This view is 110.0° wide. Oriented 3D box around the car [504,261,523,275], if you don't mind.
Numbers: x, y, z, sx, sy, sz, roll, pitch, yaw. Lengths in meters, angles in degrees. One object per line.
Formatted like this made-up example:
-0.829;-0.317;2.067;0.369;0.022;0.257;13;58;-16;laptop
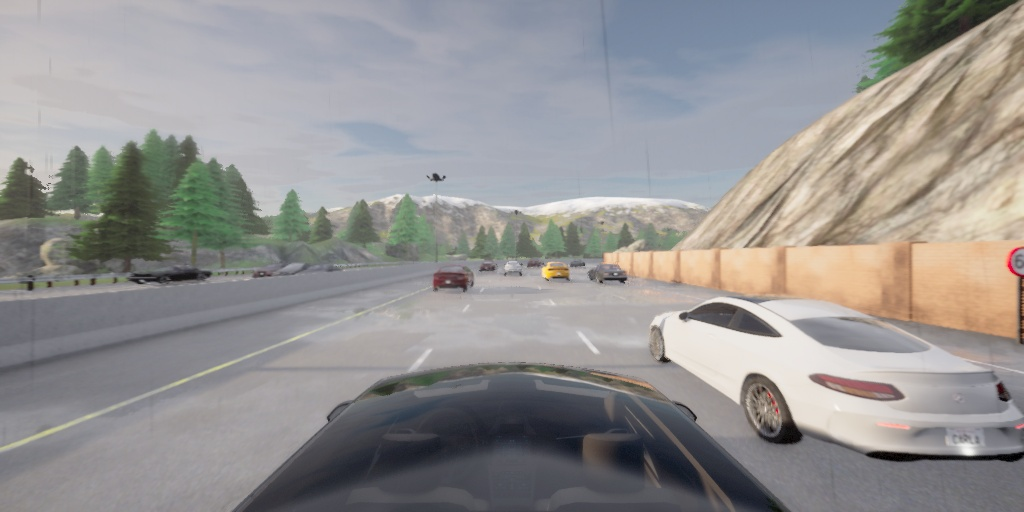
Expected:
0.154;1.276;39.234;1.812;1.442;4.674;0;0;2;car

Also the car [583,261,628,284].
7.100;1.298;27.050;2.033;1.411;5.357;0;0;0;car

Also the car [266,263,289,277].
-17.576;1.274;29.553;1.812;1.442;4.674;0;0;0;car

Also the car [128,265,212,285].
-24.587;1.349;26.049;1.895;1.301;4.718;0;0;0;car

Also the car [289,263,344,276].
-14.085;1.313;26.595;1.994;1.385;4.181;0;0;0;car

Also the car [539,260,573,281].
3.601;1.229;30.130;1.882;1.535;5.008;0;0;0;car

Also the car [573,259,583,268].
11.517;1.244;62.138;2.128;1.511;4.902;0;0;23;car

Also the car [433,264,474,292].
-3.399;1.228;21.524;1.882;1.535;5.008;0;0;0;car

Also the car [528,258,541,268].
4.317;1.104;62.694;2.097;1.767;4.553;0;0;19;car

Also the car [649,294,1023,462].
3.601;1.276;5.150;1.812;1.442;4.674;0;0;0;car

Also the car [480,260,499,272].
-2.953;1.276;47.011;1.812;1.442;4.674;0;0;6;car

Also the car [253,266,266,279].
-21.080;1.313;32.227;1.994;1.385;4.181;0;0;0;car
